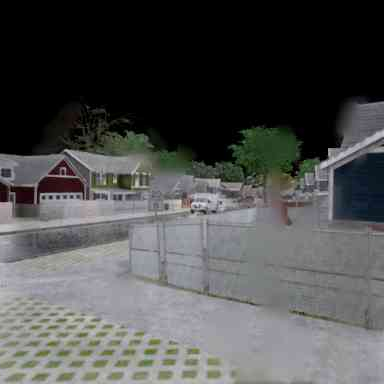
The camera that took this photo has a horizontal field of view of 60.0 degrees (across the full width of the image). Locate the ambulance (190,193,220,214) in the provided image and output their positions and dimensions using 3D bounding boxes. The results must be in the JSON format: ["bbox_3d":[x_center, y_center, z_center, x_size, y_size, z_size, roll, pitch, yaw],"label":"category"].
[{"bbox_3d":[1.666,1.425,41.896,2.351,2.431,6.366,1,0,19],"label":"ambulance"}]
